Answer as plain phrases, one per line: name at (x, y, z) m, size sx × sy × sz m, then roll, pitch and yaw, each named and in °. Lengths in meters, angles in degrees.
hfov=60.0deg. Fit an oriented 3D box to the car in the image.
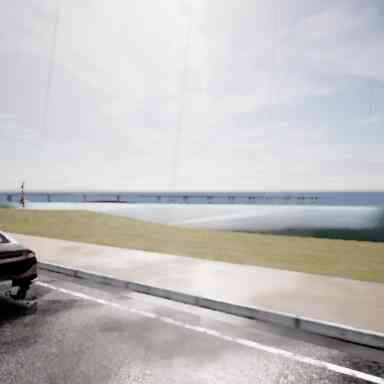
car at (-5.467, 1.520, 7.581) m, size 4.902 × 1.511 × 2.128 m, roll 0°, pitch 0°, yaw 36°
